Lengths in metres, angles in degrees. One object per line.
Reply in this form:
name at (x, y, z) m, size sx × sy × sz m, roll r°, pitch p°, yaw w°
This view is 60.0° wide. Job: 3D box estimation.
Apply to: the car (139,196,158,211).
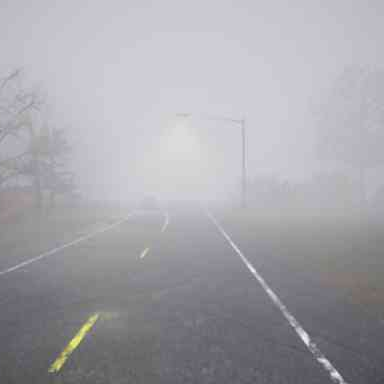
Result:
car at (-5.295, 1.314, 40.569) m, size 2.097 × 1.767 × 4.553 m, roll 0°, pitch 0°, yaw -7°
